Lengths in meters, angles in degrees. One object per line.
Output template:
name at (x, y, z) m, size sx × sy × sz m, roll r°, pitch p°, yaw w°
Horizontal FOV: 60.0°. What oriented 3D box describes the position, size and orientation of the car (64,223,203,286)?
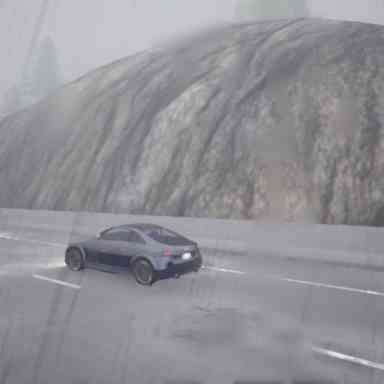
car at (-1.768, 1.594, 9.554) m, size 4.181 × 1.385 × 1.994 m, roll 0°, pitch 0°, yaw 36°
